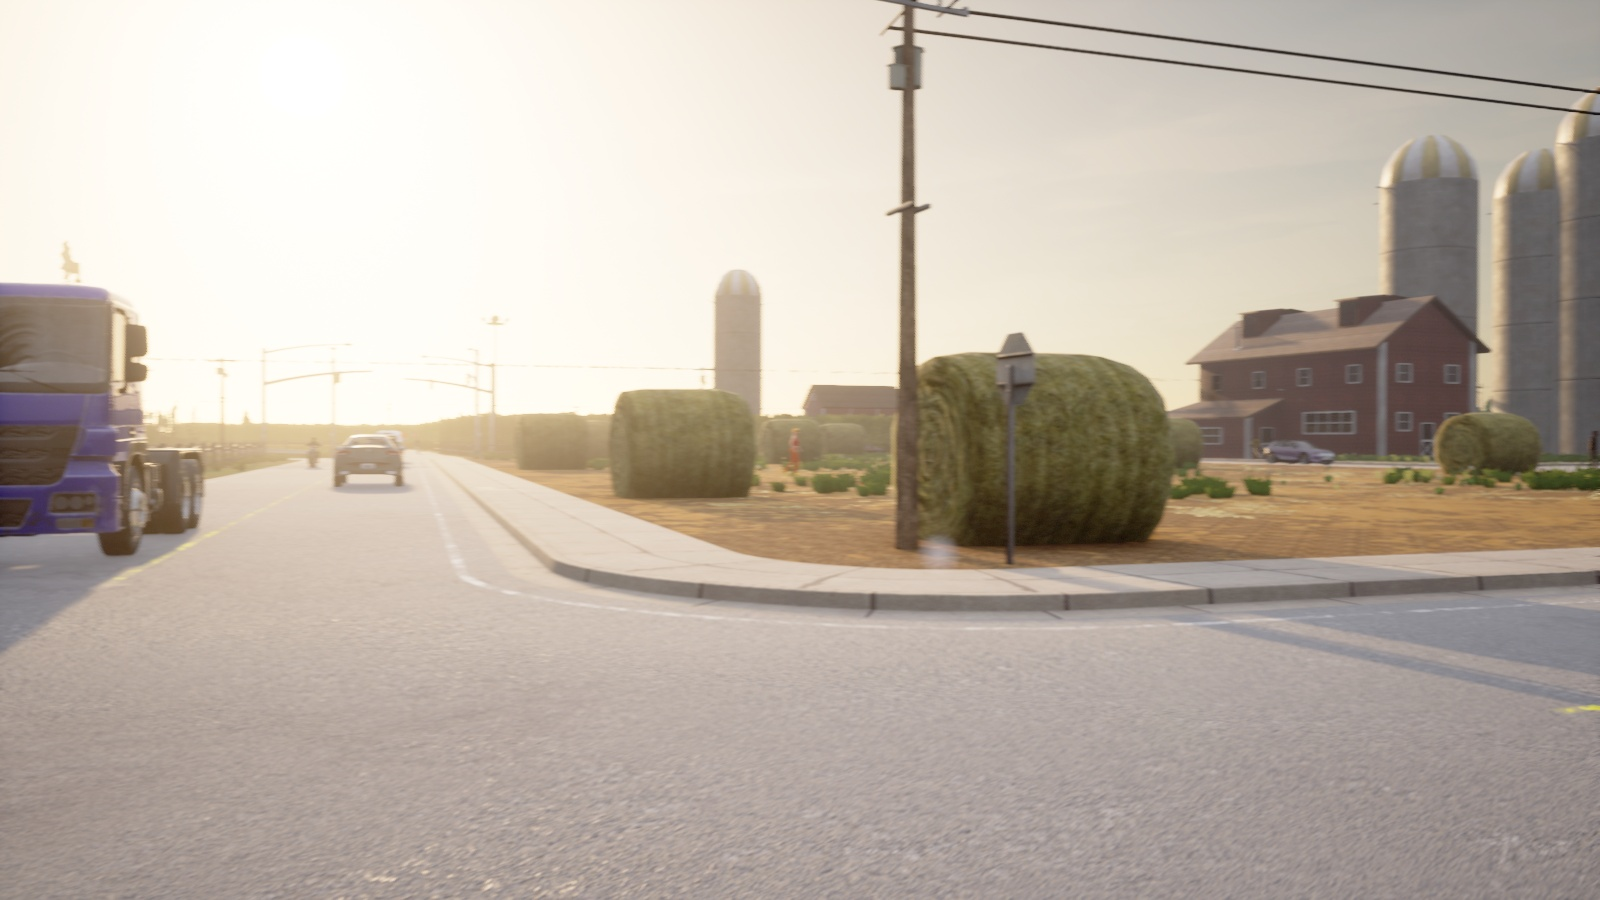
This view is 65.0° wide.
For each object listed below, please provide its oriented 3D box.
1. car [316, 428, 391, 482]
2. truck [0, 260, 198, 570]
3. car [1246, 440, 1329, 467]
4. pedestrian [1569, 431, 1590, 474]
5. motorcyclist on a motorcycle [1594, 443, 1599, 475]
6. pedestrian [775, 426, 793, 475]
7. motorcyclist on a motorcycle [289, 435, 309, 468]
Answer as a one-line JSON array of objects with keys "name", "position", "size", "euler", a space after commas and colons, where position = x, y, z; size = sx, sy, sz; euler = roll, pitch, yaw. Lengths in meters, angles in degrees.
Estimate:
[{"name": "car", "position": [-14.459, 0.137, 40.928], "size": [2.152, 1.651, 5.027], "euler": [0, 0, -18]}, {"name": "truck", "position": [-10.629, -0.425, 17.635], "size": [2.891, 3.462, 7.936], "euler": [0, 0, -18]}, {"name": "car", "position": [30.494, 0.182, 78.709], "size": [2.033, 1.649, 4.856], "euler": [0, 0, -22]}, {"name": "pedestrian", "position": [34.278, 0.105, 55.233], "size": [0.431, 1.840, 0.703], "euler": [0, 1, -44]}, {"name": "motorcyclist on a motorcycle", "position": [38.429, 0.423, 58.749], "size": [0.797, 1.523, 2.044], "euler": [0, 1, -22]}, {"name": "pedestrian", "position": [-0.604, 0.026, 47.098], "size": [0.594, 1.836, 0.345], "euler": [0, 0, 10]}, {"name": "motorcyclist on a motorcycle", "position": [-25.783, 0.075, 64.662], "size": [0.766, 1.649, 2.350], "euler": [0, 1, -18]}]
